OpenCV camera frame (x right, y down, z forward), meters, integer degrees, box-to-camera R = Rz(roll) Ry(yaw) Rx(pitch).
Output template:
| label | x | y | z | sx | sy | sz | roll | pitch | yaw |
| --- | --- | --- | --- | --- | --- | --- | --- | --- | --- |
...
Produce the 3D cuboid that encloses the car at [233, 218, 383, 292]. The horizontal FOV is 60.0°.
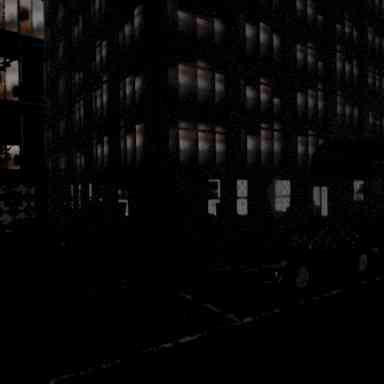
| label | x | y | z | sx | sy | sz | roll | pitch | yaw |
| --- | --- | --- | --- | --- | --- | --- | --- | --- | --- |
| car | 3.022 | 1.510 | 8.719 | 4.403 | 1.369 | 2.008 | 0 | 0 | -35 |
